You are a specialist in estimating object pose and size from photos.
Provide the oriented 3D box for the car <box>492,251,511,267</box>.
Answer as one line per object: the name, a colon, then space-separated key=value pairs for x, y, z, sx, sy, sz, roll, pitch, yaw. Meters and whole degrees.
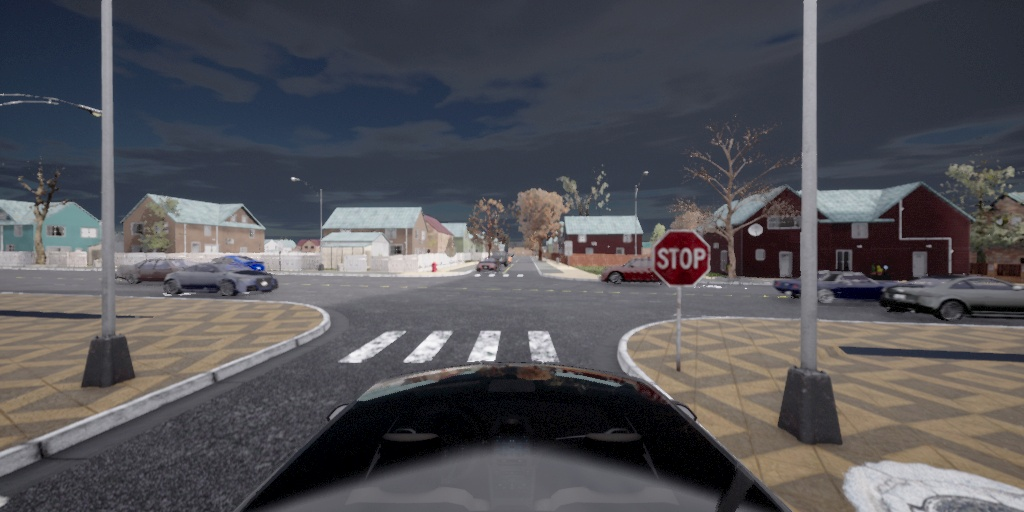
car: x=-1.630 y=0.375 z=46.743 sx=2.150 sy=2.045 sz=5.566 roll=0 pitch=1 yaw=2

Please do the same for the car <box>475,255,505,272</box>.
car: x=-2.244 y=0.864 z=35.157 sx=1.994 sy=1.385 sz=4.181 roll=0 pitch=1 yaw=6

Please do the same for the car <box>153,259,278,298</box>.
car: x=-12.491 y=0.970 z=15.495 sx=4.181 sy=1.385 sz=1.994 roll=1 pitch=0 yaw=8

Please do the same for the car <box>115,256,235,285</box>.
car: x=-18.630 y=0.862 z=19.655 sx=5.357 sy=1.411 sz=2.033 roll=1 pitch=0 yaw=8

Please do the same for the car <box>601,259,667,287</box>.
car: x=8.018 y=0.940 z=22.852 sx=4.553 sy=1.767 sz=2.097 roll=1 pitch=0 yaw=13

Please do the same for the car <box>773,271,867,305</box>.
car: x=13.987 y=1.322 z=14.996 sx=4.718 sy=1.301 sz=1.895 roll=1 pitch=0 yaw=8

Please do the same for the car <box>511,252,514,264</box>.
car: x=-1.178 y=0.383 z=56.848 sx=2.097 sy=1.767 sz=4.553 roll=0 pitch=1 yaw=3

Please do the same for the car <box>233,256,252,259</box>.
car: x=-21.115 y=0.717 z=26.778 sx=5.008 sy=1.535 sz=1.882 roll=1 pitch=0 yaw=8

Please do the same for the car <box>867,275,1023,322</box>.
car: x=14.626 y=1.319 z=11.471 sx=4.181 sy=1.385 sz=1.994 roll=1 pitch=0 yaw=6
